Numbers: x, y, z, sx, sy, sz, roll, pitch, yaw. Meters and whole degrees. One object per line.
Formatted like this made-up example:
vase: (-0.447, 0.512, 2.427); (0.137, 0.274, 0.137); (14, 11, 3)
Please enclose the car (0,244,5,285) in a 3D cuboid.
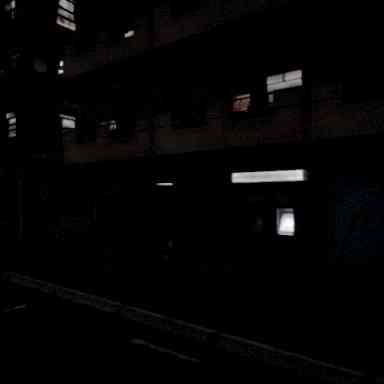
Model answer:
car: (-6.013, 1.281, 7.181); (5.009, 1.841, 2.192); (0, -1, 36)
